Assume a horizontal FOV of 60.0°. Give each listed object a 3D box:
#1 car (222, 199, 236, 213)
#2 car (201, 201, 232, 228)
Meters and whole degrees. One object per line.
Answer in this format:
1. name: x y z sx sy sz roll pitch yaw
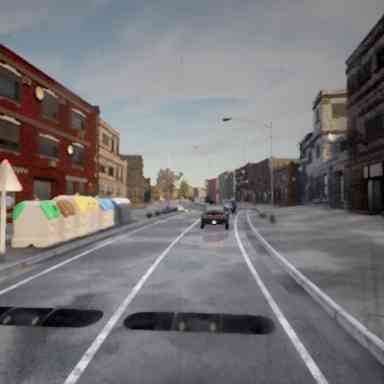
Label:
1. car: 4.393 1.702 41.365 2.033 1.649 4.856 0 -1 9
2. car: 1.662 1.633 23.143 1.837 1.490 4.892 0 0 7
